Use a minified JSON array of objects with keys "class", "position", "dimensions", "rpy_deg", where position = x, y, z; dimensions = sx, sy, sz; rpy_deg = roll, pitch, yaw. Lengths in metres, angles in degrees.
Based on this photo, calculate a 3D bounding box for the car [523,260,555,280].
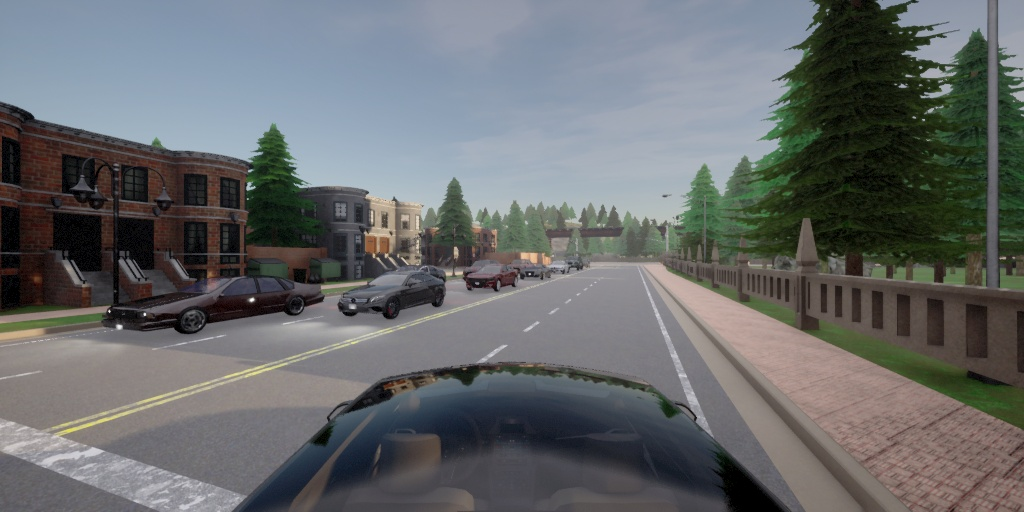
[{"class":"car","position":[2.128,1.314,31.407],"dimensions":[1.994,1.385,4.181],"rpy_deg":[0,0,20]}]

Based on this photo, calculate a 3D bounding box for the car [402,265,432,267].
[{"class":"car","position":[-5.442,1.242,20.016],"dimensions":[2.128,1.511,4.902],"rpy_deg":[0,0,18]}]

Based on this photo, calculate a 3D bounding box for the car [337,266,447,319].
[{"class":"car","position":[-4.090,1.276,13.088],"dimensions":[1.812,1.442,4.674],"rpy_deg":[0,0,19]}]

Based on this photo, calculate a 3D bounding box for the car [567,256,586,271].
[{"class":"car","position":[8.711,0.972,50.837],"dimensions":[2.150,2.045,5.566],"rpy_deg":[0,0,19]}]

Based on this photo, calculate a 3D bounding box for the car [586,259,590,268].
[{"class":"car","position":[12.178,1.255,61.010],"dimensions":[1.837,1.490,4.892],"rpy_deg":[0,0,19]}]

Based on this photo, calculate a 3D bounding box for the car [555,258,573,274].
[{"class":"car","position":[5.357,1.276,40.960],"dimensions":[1.812,1.442,4.674],"rpy_deg":[0,0,19]}]

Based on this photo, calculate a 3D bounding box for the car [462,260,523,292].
[{"class":"car","position":[-1.095,1.228,21.923],"dimensions":[1.882,1.535,5.008],"rpy_deg":[0,0,19]}]

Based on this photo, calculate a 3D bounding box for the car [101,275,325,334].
[{"class":"car","position":[-8.482,1.297,11.038],"dimensions":[2.033,1.411,5.357],"rpy_deg":[0,0,19]}]
